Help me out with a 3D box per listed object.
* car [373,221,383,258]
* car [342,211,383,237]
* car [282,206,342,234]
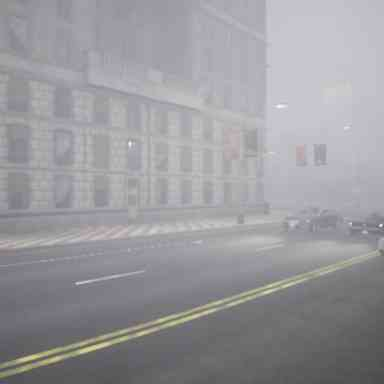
[{"bbox_3d":[8.065,1.656,11.120,4.718,1.301,1.895,0,0,-42],"label":"car"},{"bbox_3d":[10.175,1.692,17.873,4.718,1.301,1.895,0,0,-42],"label":"car"},{"bbox_3d":[7.367,1.599,20.059,4.902,1.511,2.128,0,0,-42],"label":"car"}]
